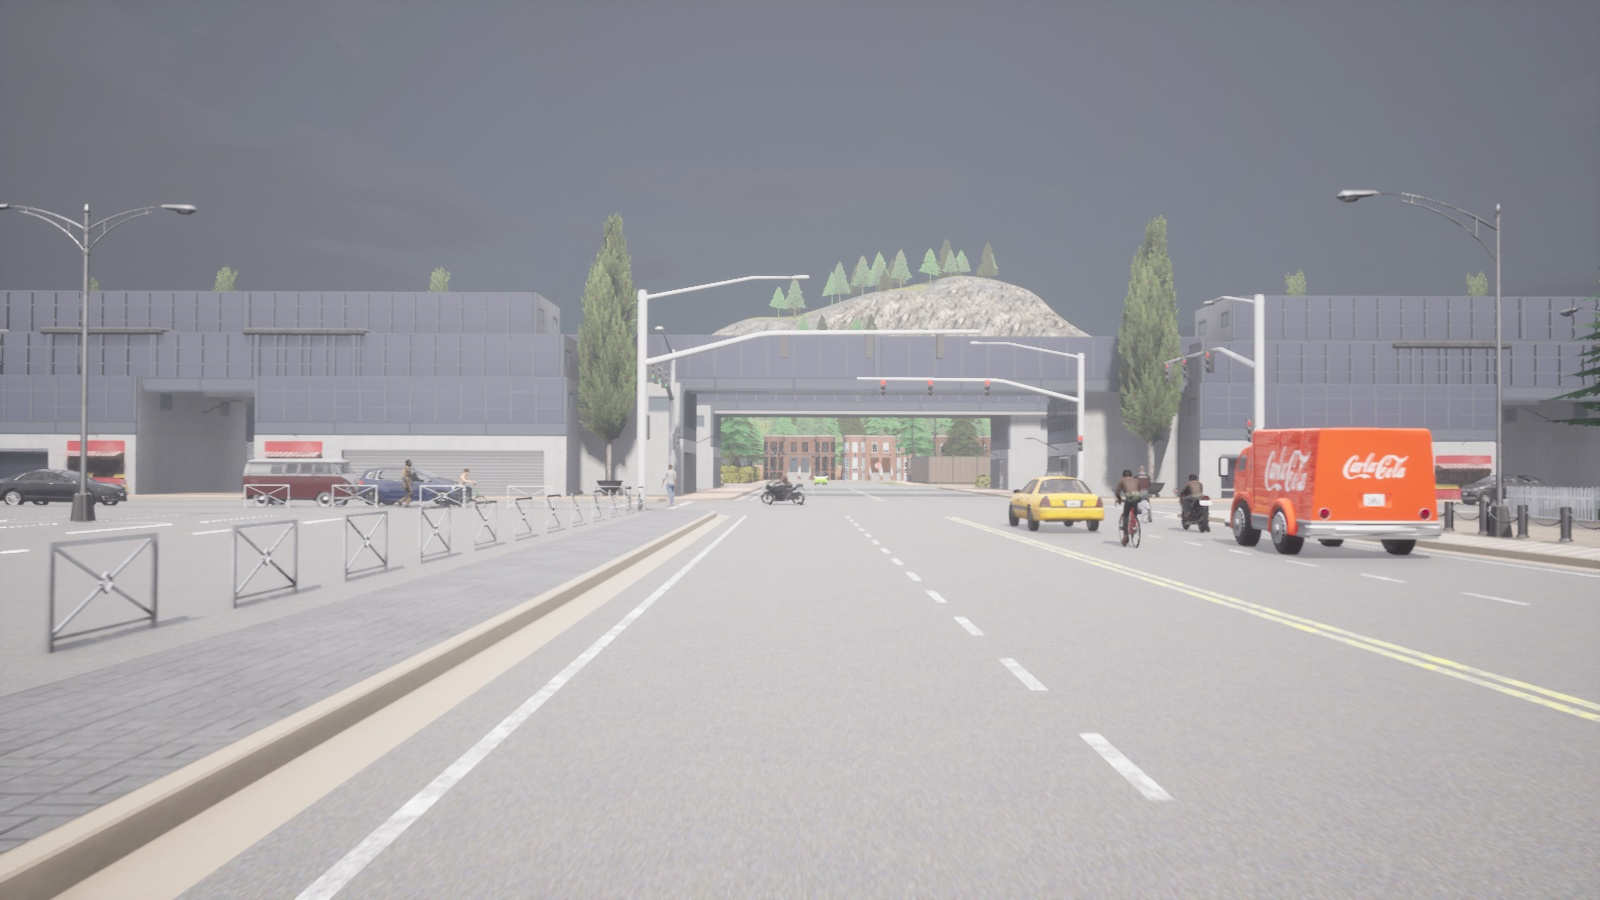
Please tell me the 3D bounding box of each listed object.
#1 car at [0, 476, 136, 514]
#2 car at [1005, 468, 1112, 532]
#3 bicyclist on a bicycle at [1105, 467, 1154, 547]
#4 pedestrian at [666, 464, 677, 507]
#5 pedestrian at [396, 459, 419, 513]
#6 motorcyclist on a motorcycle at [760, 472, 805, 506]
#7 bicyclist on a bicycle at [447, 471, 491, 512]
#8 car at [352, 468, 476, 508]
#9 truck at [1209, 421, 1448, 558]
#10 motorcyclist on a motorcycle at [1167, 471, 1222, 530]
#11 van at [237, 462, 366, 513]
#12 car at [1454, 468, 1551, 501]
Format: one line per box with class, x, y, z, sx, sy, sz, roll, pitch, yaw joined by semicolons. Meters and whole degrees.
car;-29.626;1.783;50.488;4.892;1.490;1.837;0;-1;2
car;6.917;1.298;34.179;1.801;1.575;5.366;0;-1;0
bicyclist on a bicycle;6.935;1.182;26.470;0.582;1.620;1.656;0;-1;0
pedestrian;-5.531;1.534;53.939;0.354;1.836;0.706;0;-1;-15
pedestrian;-14.168;1.289;45.339;0.692;1.930;0.396;0;-1;0
motorcyclist on a motorcycle;-0.803;1.755;57.074;2.044;1.523;0.797;0;-1;0
bicyclist on a bicycle;-13.195;1.643;50.109;1.509;1.612;0.866;0;-1;1
car;-16.438;1.623;53.656;4.611;1.667;2.242;0;-1;1
truck;10.434;0.722;25.382;2.627;2.467;5.204;0;0;0
motorcyclist on a motorcycle;10.419;1.311;33.206;0.797;1.523;2.044;0;-1;0
van;-19.899;1.488;50.237;4.442;1.987;1.775;0;-1;1
car;33.956;1.674;60.749;3.705;1.549;1.789;0;-1;0
